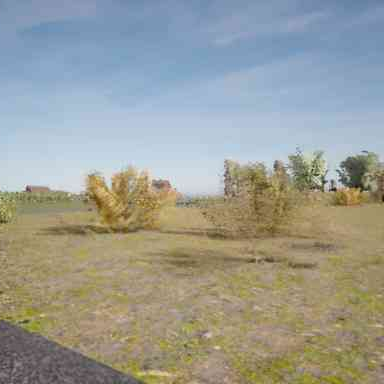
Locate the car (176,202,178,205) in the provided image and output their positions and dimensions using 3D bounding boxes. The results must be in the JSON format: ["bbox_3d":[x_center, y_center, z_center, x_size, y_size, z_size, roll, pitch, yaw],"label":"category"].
[{"bbox_3d":[-1.448,2.403,73.562,1.895,1.301,4.718,-2,-2,36],"label":"car"}]
